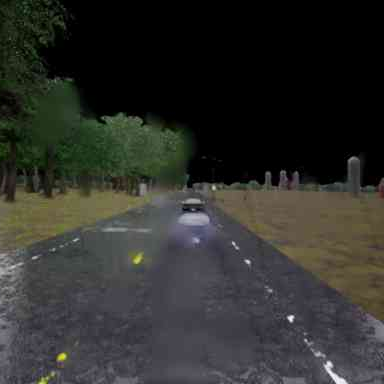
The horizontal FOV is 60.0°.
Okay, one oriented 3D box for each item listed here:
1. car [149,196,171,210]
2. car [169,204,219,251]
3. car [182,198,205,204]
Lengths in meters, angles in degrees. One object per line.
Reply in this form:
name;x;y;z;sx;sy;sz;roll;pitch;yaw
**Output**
car;-3.580;1.228;38.101;1.812;1.442;4.674;0;1;0
car;0.091;1.457;13.559;1.812;1.442;4.674;0;1;0
car;0.096;1.270;29.367;1.882;1.535;5.008;0;1;0
